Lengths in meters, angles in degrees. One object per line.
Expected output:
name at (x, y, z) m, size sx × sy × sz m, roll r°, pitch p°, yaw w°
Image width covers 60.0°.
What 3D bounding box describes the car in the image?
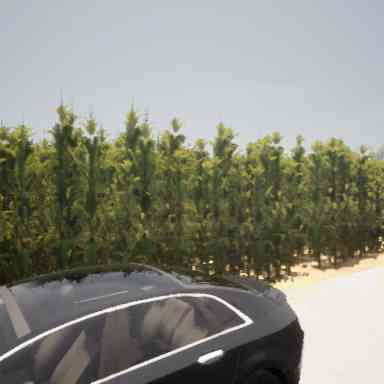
car at (-1.102, 1.499, 2.710) m, size 4.892 × 1.490 × 1.837 m, roll -1°, pitch 1°, yaw -35°
